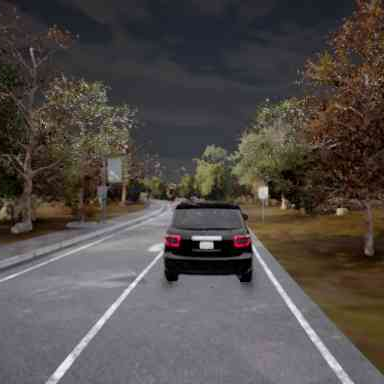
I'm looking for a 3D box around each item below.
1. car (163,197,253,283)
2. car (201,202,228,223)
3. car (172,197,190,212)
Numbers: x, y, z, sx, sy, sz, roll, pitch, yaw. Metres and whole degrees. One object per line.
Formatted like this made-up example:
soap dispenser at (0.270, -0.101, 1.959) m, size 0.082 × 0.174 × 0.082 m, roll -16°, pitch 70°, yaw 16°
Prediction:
car at (0.524, 1.245, 9.929) m, size 2.150 × 2.045 × 5.566 m, roll 0°, pitch 0°, yaw 4°
car at (1.908, 1.621, 27.896) m, size 2.033 × 1.411 × 5.357 m, roll 0°, pitch 0°, yaw 4°
car at (-1.373, 1.470, 41.061) m, size 2.097 × 1.767 × 4.553 m, roll 0°, pitch 0°, yaw -1°
